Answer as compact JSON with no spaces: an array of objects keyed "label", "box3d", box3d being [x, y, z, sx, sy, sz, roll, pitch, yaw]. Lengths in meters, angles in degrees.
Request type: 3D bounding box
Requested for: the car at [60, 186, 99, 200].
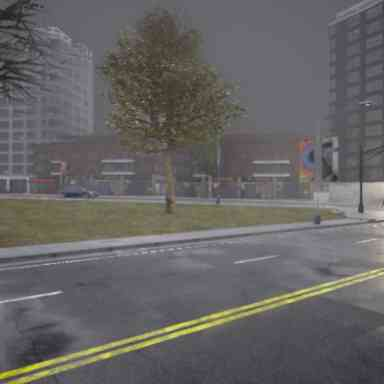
[{"label":"car","box3d":[-13.862,0.077,41.170,4.553,1.767,2.097,1,0,11]}]
